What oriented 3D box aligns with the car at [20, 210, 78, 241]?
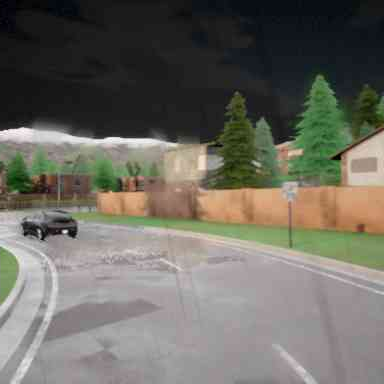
[{"bbox_3d":[-7.985,1.775,18.400,1.837,1.490,4.892,0,-1,-43],"label":"car"}]
